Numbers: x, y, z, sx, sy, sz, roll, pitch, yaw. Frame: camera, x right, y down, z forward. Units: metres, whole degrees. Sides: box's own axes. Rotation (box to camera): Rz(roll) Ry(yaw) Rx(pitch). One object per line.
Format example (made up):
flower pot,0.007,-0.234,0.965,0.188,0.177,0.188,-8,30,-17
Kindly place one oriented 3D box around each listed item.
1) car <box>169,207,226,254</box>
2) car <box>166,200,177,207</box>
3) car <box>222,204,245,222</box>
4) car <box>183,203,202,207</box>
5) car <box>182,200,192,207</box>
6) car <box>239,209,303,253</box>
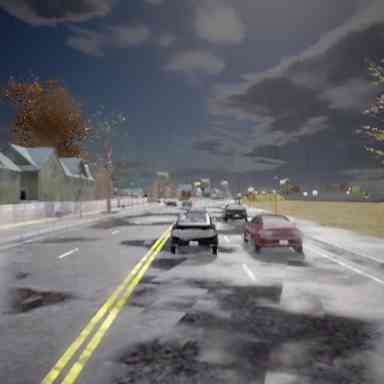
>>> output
car,0.102,1.632,14.248,2.128,1.511,4.902,0,0,1
car,-4.124,2.323,66.907,1.895,1.301,4.718,0,-1,4
car,3.703,1.769,29.307,1.882,1.535,5.008,0,0,2
car,0.438,1.891,29.045,1.895,1.301,4.718,0,-1,2
car,-0.925,2.257,66.146,2.033,1.411,5.357,0,-1,4
car,3.353,1.665,14.303,1.812,1.442,4.674,0,0,1
